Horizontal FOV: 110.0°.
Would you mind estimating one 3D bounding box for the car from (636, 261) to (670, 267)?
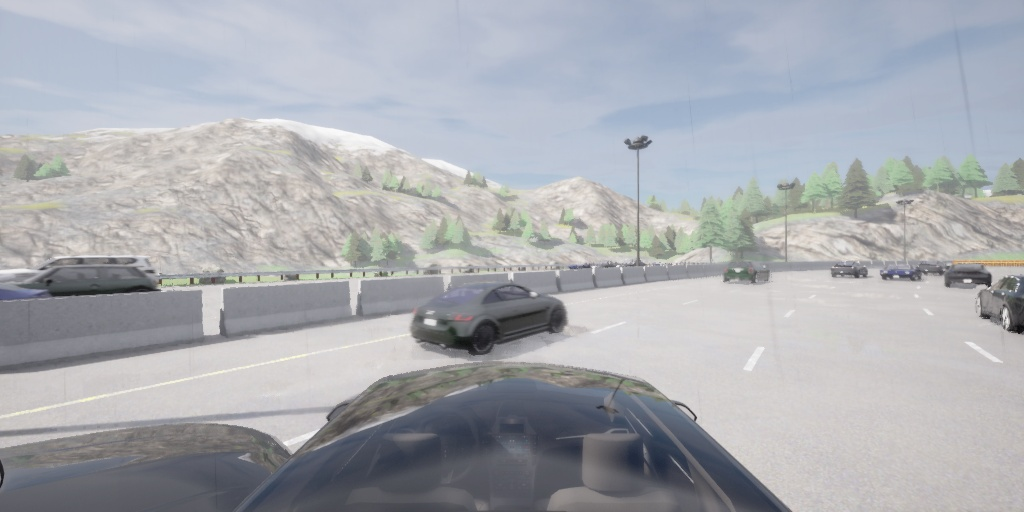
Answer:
[{"bbox_3d":[16.204,1.416,39.713,4.718,1.301,1.895,0,0,-38],"label":"car"}]

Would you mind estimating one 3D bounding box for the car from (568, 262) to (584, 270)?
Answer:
[{"bbox_3d":[9.718,1.418,47.970,4.718,1.301,1.895,0,0,-38],"label":"car"}]

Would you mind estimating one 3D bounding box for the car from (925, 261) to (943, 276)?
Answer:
[{"bbox_3d":[43.308,1.241,36.844,4.902,1.511,2.128,0,0,-31],"label":"car"}]

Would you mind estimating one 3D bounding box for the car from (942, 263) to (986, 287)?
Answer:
[{"bbox_3d":[29.924,1.256,23.528,4.892,1.490,1.837,-1,0,-38],"label":"car"}]

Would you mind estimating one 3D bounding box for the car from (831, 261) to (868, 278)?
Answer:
[{"bbox_3d":[31.370,1.241,33.320,4.902,1.511,2.128,0,0,-35],"label":"car"}]

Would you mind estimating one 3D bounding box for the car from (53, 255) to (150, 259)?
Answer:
[{"bbox_3d":[-20.843,0.971,17.155,2.150,2.045,5.566,0,0,38],"label":"car"}]

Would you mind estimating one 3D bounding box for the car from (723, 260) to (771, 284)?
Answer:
[{"bbox_3d":[17.934,1.101,27.297,4.553,1.767,2.097,0,0,-41],"label":"car"}]

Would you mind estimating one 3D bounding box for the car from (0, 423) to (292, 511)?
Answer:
[{"bbox_3d":[-2.982,1.255,0.505,4.892,1.490,1.837,0,0,-45],"label":"car"}]

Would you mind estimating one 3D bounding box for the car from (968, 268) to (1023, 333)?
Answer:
[{"bbox_3d":[14.630,1.255,9.825,1.837,1.490,4.892,0,0,44],"label":"car"}]

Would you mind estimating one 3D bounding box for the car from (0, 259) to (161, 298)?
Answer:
[{"bbox_3d":[-15.508,1.102,12.550,2.097,1.767,4.553,0,0,38],"label":"car"}]

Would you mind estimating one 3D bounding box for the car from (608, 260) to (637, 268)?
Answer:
[{"bbox_3d":[14.066,1.190,42.484,4.902,1.511,2.128,0,0,-38],"label":"car"}]

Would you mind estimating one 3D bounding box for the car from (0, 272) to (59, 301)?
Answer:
[{"bbox_3d":[-14.357,1.276,8.315,1.812,1.442,4.674,0,0,37],"label":"car"}]

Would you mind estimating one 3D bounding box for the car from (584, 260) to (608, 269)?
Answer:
[{"bbox_3d":[11.904,1.278,45.236,4.902,1.511,2.128,0,0,-38],"label":"car"}]

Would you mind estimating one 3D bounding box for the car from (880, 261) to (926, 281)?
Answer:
[{"bbox_3d":[32.304,1.351,29.710,4.718,1.301,1.895,0,0,-35],"label":"car"}]

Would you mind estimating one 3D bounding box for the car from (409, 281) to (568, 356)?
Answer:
[{"bbox_3d":[-0.373,1.313,8.808,1.994,1.385,4.181,0,0,40],"label":"car"}]
